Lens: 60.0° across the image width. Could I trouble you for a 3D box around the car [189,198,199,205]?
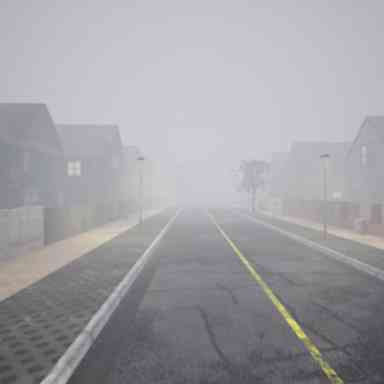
[{"bbox_3d":[0.418,1.880,68.784,2.033,1.411,5.357,0,-1,0],"label":"car"}]
